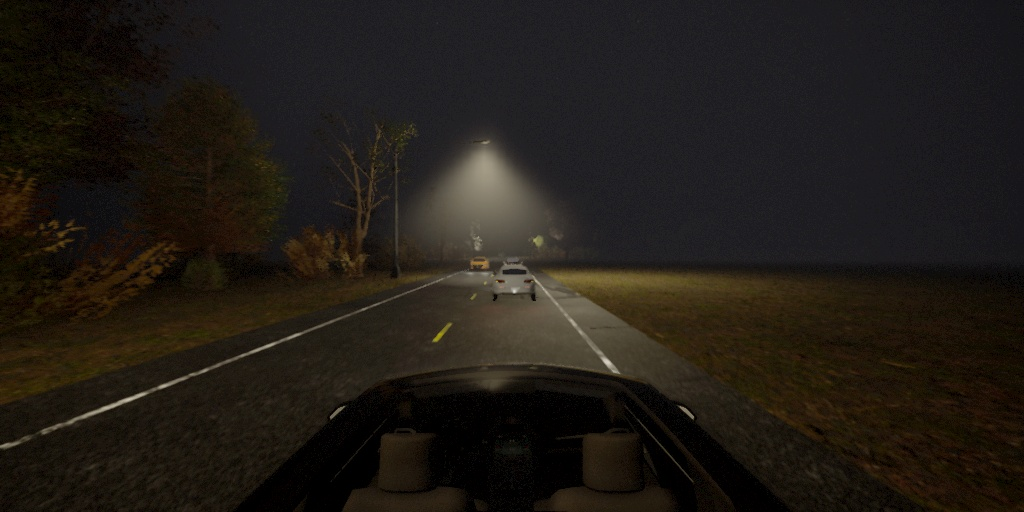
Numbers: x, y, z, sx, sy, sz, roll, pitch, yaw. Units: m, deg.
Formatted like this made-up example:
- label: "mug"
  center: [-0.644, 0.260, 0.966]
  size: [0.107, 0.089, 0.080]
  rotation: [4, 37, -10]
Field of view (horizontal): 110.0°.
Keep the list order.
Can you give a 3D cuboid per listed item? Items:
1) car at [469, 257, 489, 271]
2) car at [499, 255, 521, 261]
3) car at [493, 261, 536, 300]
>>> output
- label: "car"
  center: [-3.585, 0.853, 39.941]
  size: [1.882, 1.535, 5.008]
  rotation: [0, 1, 0]
- label: "car"
  center: [0.095, 0.921, 34.521]
  size: [2.128, 1.511, 4.902]
  rotation: [0, 1, 0]
- label: "car"
  center: [0.098, 1.132, 16.532]
  size: [1.812, 1.442, 4.674]
  rotation: [0, 1, 0]
